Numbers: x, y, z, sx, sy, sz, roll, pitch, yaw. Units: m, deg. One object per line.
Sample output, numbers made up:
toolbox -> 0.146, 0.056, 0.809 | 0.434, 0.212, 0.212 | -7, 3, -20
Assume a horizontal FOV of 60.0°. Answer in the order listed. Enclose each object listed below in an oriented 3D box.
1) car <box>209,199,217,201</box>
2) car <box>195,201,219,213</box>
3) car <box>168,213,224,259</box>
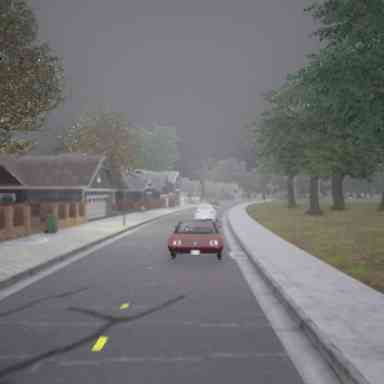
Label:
car -> 4.109, 2.131, 66.121 | 1.994, 1.385, 4.181 | 0, 0, 12
car -> 1.246, 1.787, 28.719 | 1.812, 1.442, 4.674 | 0, 0, 6
car -> 0.225, 1.724, 13.172 | 1.895, 1.301, 4.718 | 0, 0, 3
